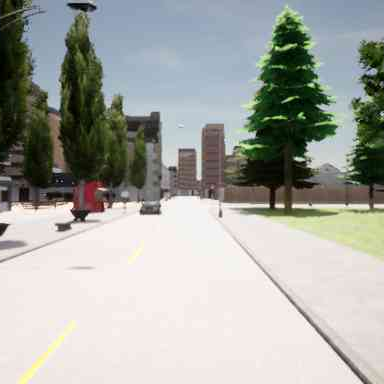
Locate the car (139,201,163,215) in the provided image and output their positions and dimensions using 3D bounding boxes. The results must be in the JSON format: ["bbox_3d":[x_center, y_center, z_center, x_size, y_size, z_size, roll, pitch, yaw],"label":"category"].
[{"bbox_3d":[-4.023,1.565,33.267,1.994,1.385,4.181,0,0,0],"label":"car"}]
